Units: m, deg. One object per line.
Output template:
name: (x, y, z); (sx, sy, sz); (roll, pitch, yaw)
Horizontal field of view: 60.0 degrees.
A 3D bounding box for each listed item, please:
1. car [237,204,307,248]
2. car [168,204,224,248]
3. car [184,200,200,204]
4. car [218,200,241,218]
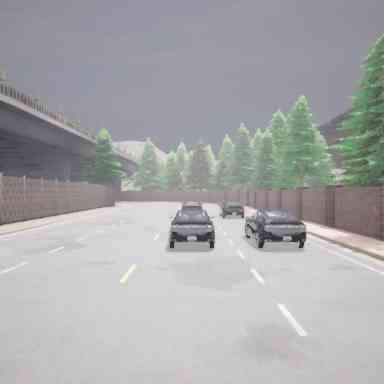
car: (3.500, 1.492, 14.650); (2.128, 1.511, 4.902); (0, 0, 0)
car: (0.000, 1.492, 14.650); (2.128, 1.511, 4.902); (0, 0, 0)
car: (0.000, 1.482, 29.650); (1.882, 1.535, 5.008); (0, 0, 0)
car: (3.500, 1.514, 29.650); (1.837, 1.490, 4.892); (0, 0, 0)
